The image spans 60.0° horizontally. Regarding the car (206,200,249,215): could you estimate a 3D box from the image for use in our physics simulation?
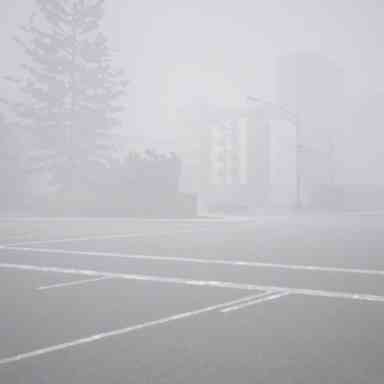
[{"bbox_3d":[3.512,1.523,33.342,1.895,1.301,4.718,0,0,-35],"label":"car"}]
